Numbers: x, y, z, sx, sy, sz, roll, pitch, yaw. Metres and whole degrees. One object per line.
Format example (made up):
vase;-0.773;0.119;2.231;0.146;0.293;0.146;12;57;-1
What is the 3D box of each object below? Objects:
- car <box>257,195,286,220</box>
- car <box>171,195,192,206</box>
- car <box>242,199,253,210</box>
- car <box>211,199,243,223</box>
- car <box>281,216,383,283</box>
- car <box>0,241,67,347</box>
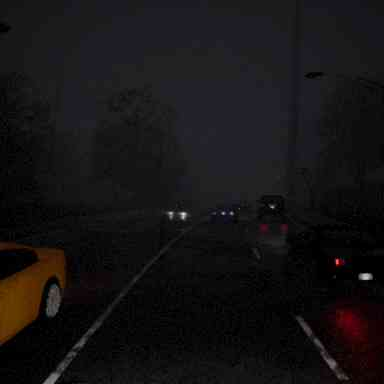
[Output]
car;6.629;1.230;27.808;2.150;2.045;5.566;0;0;11
car;-1.166;1.191;41.049;1.837;1.490;4.892;0;0;15
car;6.672;1.564;42.410;1.994;1.385;4.181;0;0;16
car;2.644;1.544;25.688;2.033;1.411;5.357;0;0;11
car;4.075;1.607;9.679;1.895;1.301;4.718;0;0;4
car;-3.398;1.469;4.381;1.882;1.535;5.008;0;0;2
